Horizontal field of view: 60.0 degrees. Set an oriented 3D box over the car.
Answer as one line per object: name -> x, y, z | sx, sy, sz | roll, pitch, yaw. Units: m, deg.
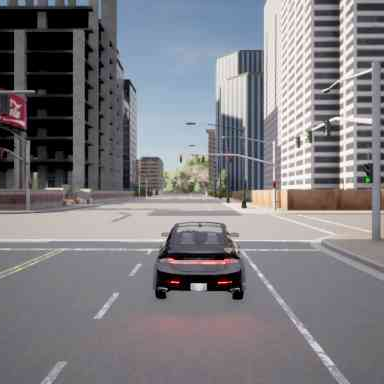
car -> 0.200, 1.492, 8.403 | 2.128, 1.511, 4.902 | 0, 0, 2
